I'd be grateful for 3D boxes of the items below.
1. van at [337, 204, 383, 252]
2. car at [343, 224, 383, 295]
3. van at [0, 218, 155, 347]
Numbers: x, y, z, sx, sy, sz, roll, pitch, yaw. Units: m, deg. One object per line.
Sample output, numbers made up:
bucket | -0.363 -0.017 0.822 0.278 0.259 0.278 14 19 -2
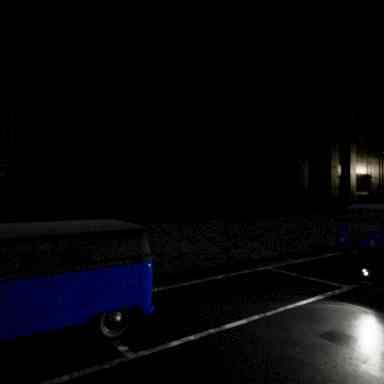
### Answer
van | 6.636 1.290 11.379 3.998 1.788 1.690 0 0 -35
car | 5.953 1.508 7.624 5.357 1.411 2.033 0 0 -36
van | -2.512 1.338 4.854 3.998 1.788 1.690 0 0 -35
